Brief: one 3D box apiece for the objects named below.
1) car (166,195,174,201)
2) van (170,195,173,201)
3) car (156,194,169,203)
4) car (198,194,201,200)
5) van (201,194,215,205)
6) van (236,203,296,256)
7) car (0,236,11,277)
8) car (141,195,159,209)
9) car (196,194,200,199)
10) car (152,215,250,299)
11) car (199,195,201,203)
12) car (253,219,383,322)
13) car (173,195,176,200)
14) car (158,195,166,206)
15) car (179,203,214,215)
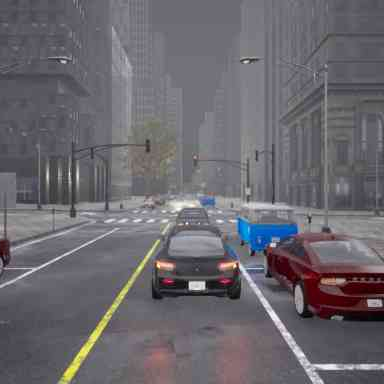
[{"bbox_3d":[-6.062,1.607,92.771,1.752,1.417,4.829,0,0,0],"label":"car"},{"bbox_3d":[-6.010,1.399,77.074,1.690,1.788,3.998,0,0,0],"label":"van"},{"bbox_3d":[-5.958,1.352,61.208,2.192,1.841,5.009,0,0,0],"label":"car"},{"bbox_3d":[2.565,1.582,61.590,1.887,1.381,4.507,0,0,0],"label":"car"},{"bbox_3d":[2.601,1.367,50.764,1.690,1.788,3.998,0,0,0],"label":"van"},{"bbox_3d":[2.739,1.343,12.780,1.690,1.788,3.998,0,0,0],"label":"van"},{"bbox_3d":[-5.800,1.545,7.245,1.887,1.381,4.507,0,0,0],"label":"car"},{"bbox_3d":[-5.913,1.547,45.168,1.752,1.417,4.829,0,0,0],"label":"car"},{"bbox_3d":[2.530,1.602,72.417,2.008,1.369,4.403,0,0,0],"label":"car"},{"bbox_3d":[0.081,1.527,8.306,1.812,1.442,4.674,0,0,0],"label":"car"},{"bbox_3d":[2.582,1.597,56.177,1.947,1.339,4.313,0,0,0],"label":"car"},{"bbox_3d":[2.755,1.546,7.254,1.887,1.381,4.507,0,0,0],"label":"car"},{"bbox_3d":[-6.045,1.639,87.651,1.947,1.339,4.313,0,0,0],"label":"car"},{"bbox_3d":[-5.942,1.576,55.918,1.887,1.381,4.507,0,0,0],"label":"car"},{"bbox_3d":[0.043,1.551,17.895,2.033,1.411,5.357,0,0,0],"label":"car"}]
